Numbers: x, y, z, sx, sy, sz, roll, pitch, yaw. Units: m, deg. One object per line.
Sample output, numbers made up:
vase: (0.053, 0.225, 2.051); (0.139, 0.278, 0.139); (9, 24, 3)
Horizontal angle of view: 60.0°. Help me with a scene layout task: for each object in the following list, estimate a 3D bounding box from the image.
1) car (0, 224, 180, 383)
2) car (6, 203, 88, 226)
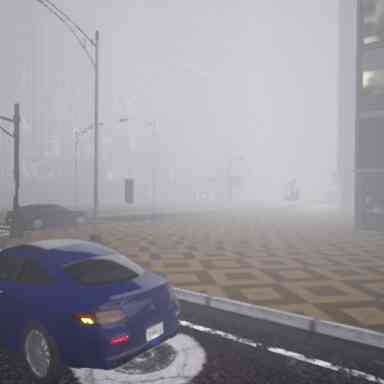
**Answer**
car: (-2.320, 1.503, 5.344); (4.674, 1.442, 1.812); (0, 0, 36)
car: (-8.853, 1.460, 20.812); (1.882, 1.535, 5.008); (0, 0, 33)
